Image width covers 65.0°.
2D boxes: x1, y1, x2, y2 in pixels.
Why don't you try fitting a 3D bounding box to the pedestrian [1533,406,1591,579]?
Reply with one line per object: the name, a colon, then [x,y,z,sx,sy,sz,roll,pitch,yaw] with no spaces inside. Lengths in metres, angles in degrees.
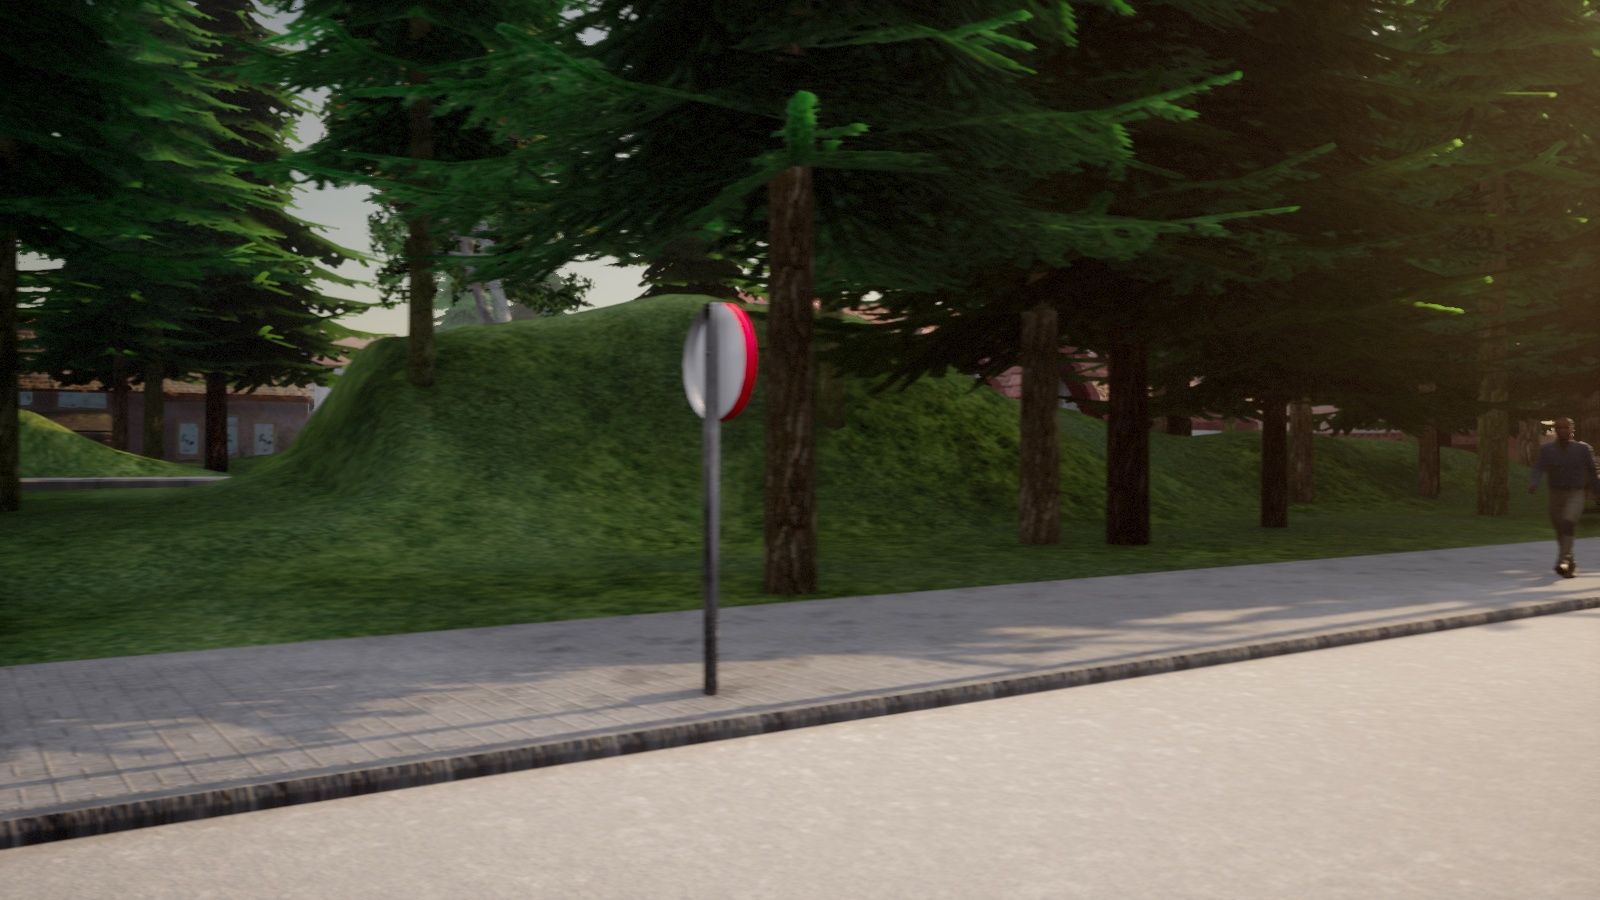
pedestrian: [8.318,0.453,13.698,0.726,1.835,0.370,0,0,-45]
